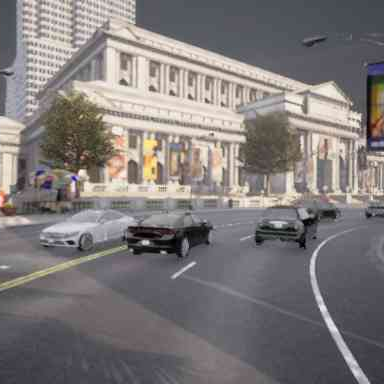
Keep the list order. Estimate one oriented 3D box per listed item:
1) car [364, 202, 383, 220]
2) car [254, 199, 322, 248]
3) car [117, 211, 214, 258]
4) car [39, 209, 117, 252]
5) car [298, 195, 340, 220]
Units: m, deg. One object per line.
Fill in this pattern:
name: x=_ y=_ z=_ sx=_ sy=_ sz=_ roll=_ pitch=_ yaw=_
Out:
car: x=16.532 y=1.621 z=28.247 sx=4.902 sy=1.511 sz=2.128 roll=1 pitch=0 yaw=-38
car: x=4.435 y=1.374 z=15.233 sx=2.097 sy=1.767 sz=4.553 roll=1 pitch=0 yaw=27
car: x=-0.605 y=1.450 z=12.813 sx=1.882 sy=1.535 sz=5.008 roll=0 pitch=0 yaw=20
car: x=-4.093 y=1.459 z=13.893 sx=1.812 sy=1.442 sz=4.674 roll=0 pitch=0 yaw=22
car: x=10.502 y=1.417 z=27.820 sx=4.553 sy=1.767 sz=2.097 roll=1 pitch=0 yaw=-41
